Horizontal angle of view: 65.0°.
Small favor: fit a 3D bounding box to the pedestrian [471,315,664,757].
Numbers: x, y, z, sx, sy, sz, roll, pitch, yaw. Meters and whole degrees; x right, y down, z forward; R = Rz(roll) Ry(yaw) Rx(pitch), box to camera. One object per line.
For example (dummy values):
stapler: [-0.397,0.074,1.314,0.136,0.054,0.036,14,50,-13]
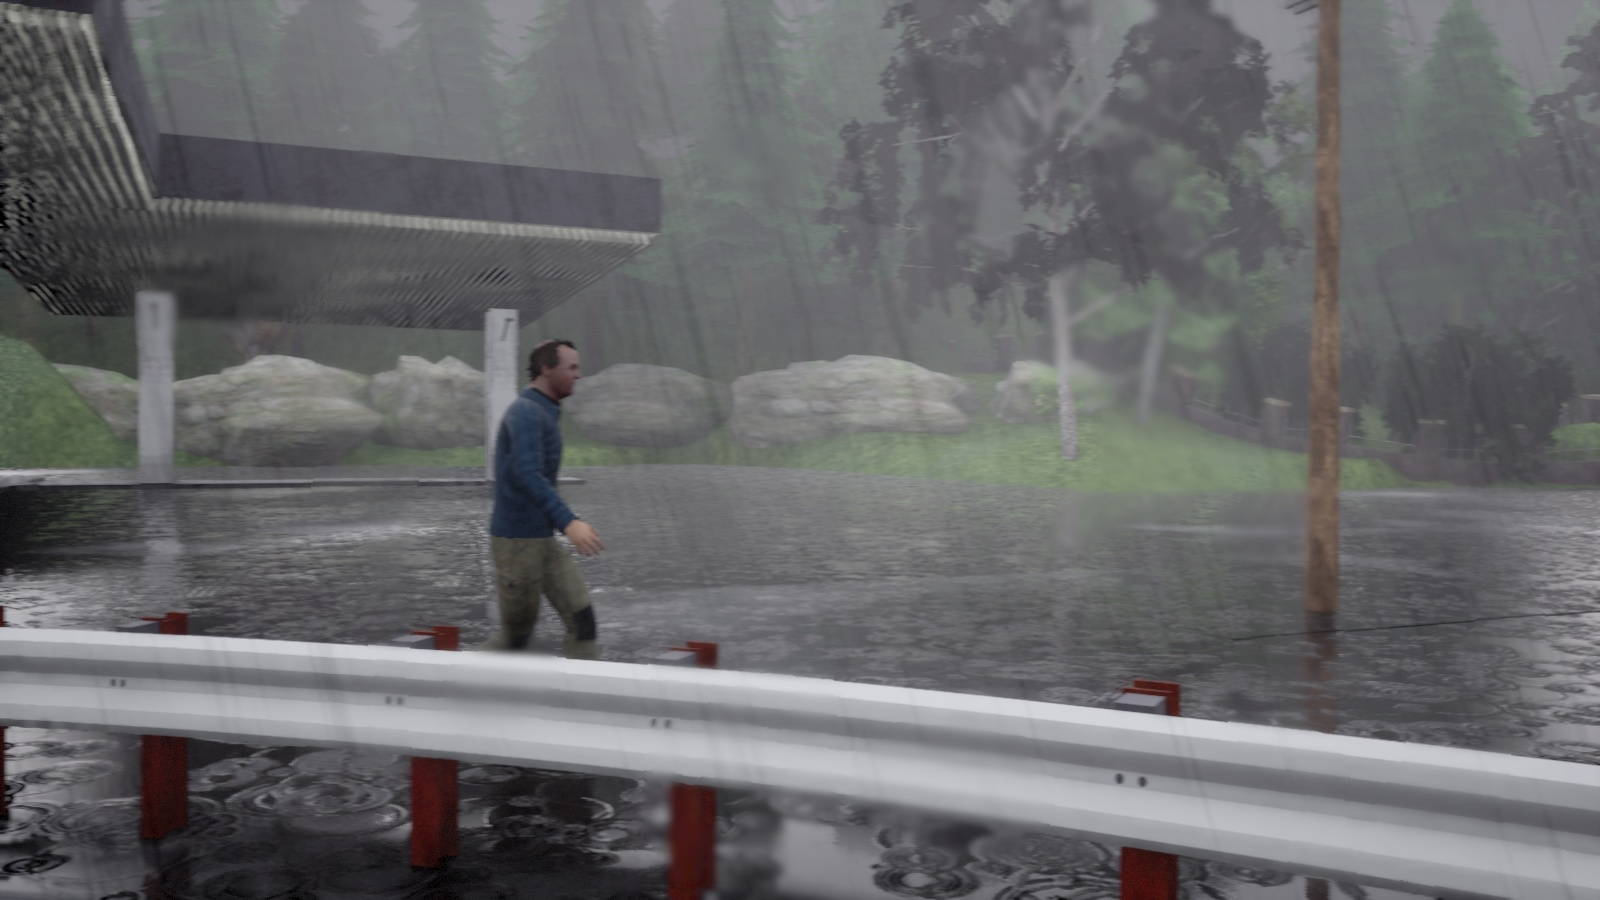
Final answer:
pedestrian: [-0.994,0.361,5.446,0.726,1.842,0.402,-1,1,3]
